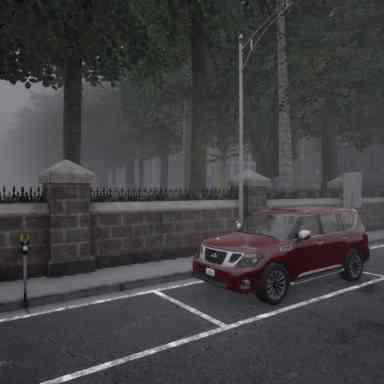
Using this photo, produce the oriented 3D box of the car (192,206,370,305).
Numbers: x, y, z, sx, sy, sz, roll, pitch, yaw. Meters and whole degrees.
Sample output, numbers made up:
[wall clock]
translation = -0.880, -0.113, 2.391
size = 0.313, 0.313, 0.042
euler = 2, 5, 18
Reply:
[car]
translation = 2.422, 1.314, 8.261
size = 5.009, 1.841, 2.192
euler = 0, 0, -36
